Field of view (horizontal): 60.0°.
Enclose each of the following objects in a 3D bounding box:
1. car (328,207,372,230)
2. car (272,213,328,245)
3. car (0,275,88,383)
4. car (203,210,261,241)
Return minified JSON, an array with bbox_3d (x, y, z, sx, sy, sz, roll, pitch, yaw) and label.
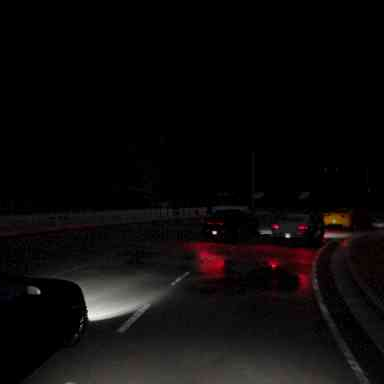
[{"bbox_3d":[11.361,1.837,24.092,5.008,1.535,1.882,1,-1,-44],"label":"car"},{"bbox_3d":[5.458,1.769,16.940,1.812,1.442,4.674,0,-1,30],"label":"car"},{"bbox_3d":[-2.874,1.605,3.870,1.994,1.385,4.181,0,-1,7],"label":"car"},{"bbox_3d":[2.324,1.757,18.475,1.837,1.490,4.892,-1,-1,30],"label":"car"}]
